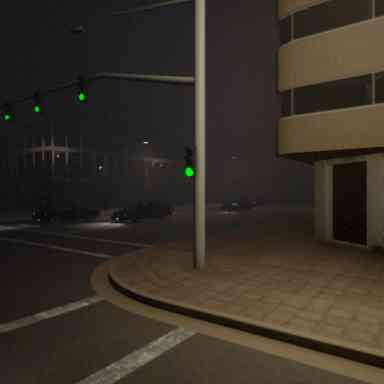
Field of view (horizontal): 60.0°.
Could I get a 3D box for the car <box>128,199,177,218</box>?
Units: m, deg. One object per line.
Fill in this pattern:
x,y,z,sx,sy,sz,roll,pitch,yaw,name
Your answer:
-3.729,1.514,32.390,1.837,1.490,4.892,0,1,36,car

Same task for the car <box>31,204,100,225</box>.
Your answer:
-9.280,1.614,24.737,1.895,1.301,4.718,0,0,36,car

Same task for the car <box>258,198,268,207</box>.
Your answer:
9.817,1.561,50.956,2.033,1.411,5.357,0,0,36,car

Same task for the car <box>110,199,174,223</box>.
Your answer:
-3.838,1.558,26.281,2.033,1.411,5.357,0,0,36,car

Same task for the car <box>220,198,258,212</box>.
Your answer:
5.403,1.558,39.015,2.033,1.411,5.357,0,0,36,car
